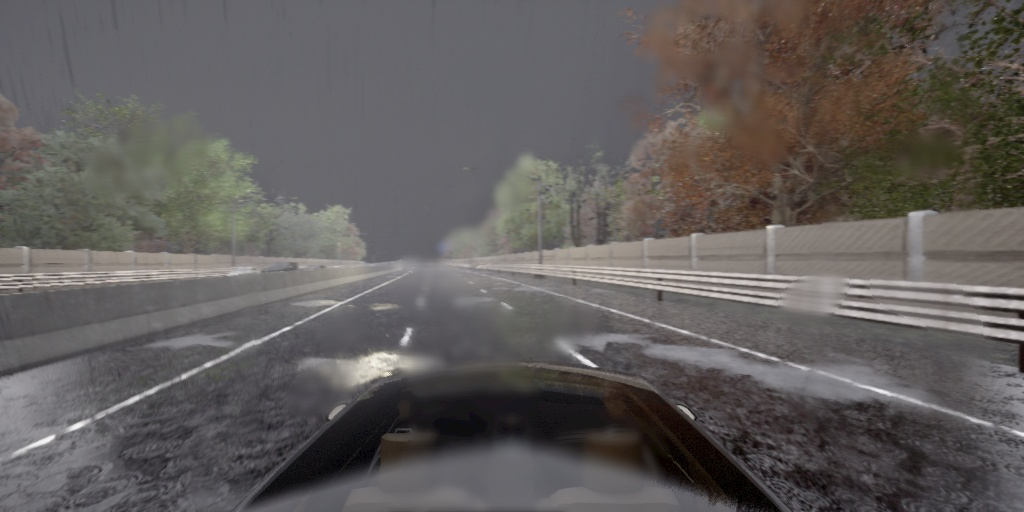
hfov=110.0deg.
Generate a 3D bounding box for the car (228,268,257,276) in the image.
[{"bbox_3d":[-28.670,2.007,38.701,1.812,1.442,4.674,-1,-1,-12],"label":"car"}]

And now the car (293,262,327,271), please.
[{"bbox_3d":[-21.578,1.737,39.070,2.097,1.767,4.553,-1,-1,-12],"label":"car"}]

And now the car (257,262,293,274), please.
[{"bbox_3d":[-25.248,1.665,39.416,2.150,2.045,5.566,-1,-1,-12],"label":"car"}]
